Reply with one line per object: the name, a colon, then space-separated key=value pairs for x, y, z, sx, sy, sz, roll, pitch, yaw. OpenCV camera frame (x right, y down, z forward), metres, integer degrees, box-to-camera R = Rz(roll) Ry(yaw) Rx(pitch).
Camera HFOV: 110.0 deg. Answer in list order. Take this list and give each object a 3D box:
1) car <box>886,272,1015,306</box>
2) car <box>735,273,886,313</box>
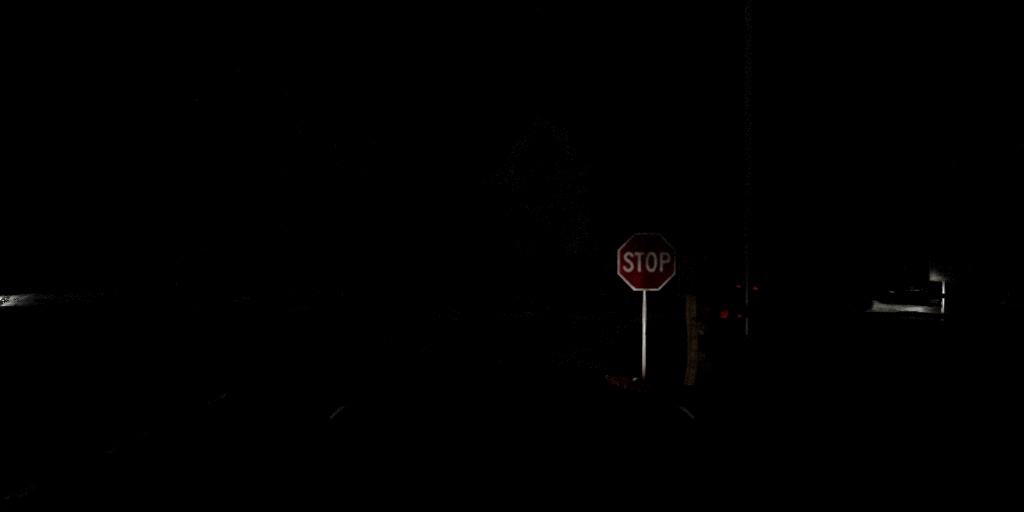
car: x=20.866 y=1.501 z=17.300 sx=5.008 sy=1.535 sz=1.882 roll=1 pitch=1 yaw=0
car: x=11.588 y=1.445 z=14.431 sx=4.892 sy=1.490 sz=1.837 roll=1 pitch=0 yaw=-1
